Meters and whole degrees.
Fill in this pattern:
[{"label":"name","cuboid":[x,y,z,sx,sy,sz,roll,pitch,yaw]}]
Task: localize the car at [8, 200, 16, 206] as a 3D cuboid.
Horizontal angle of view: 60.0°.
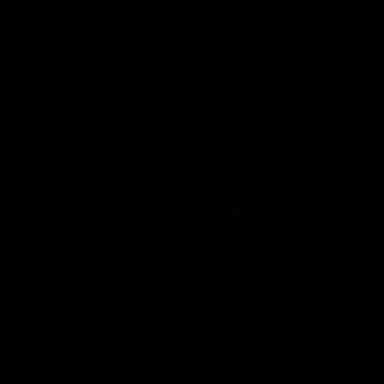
[{"label":"car","cuboid":[-42.709,2.545,77.116,1.882,1.535,5.008,3,-1,-1]}]
